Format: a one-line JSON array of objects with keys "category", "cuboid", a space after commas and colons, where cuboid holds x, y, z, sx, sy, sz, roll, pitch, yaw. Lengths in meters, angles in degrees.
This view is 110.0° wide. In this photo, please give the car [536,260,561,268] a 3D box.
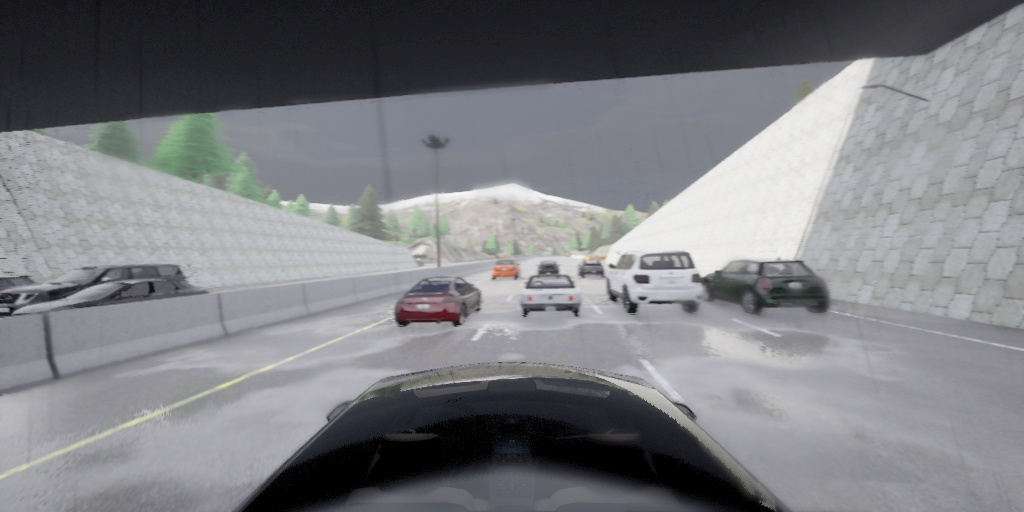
[{"category": "car", "cuboid": [3.119, 1.113, 30.655, 1.837, 1.490, 4.892, -2, 0, 6]}]

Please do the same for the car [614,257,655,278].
[{"category": "car", "cuboid": [10.076, 0.917, 29.900, 2.128, 1.511, 4.902, -2, 0, 6]}]

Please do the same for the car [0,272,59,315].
[{"category": "car", "cuboid": [-23.225, 1.690, 15.186, 2.097, 1.767, 4.553, -2, 0, 6]}]

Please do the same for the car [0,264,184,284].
[{"category": "car", "cuboid": [-16.271, 1.376, 14.434, 2.150, 2.045, 5.566, -2, 0, 6]}]

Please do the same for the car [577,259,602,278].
[{"category": "car", "cuboid": [6.594, 1.008, 30.248, 2.128, 1.511, 4.902, -2, 0, 6]}]

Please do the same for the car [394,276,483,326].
[{"category": "car", "cuboid": [-2.250, 1.353, 11.886, 1.994, 1.385, 4.181, -2, 0, 6]}]

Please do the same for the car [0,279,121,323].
[{"category": "car", "cuboid": [-19.722, 1.809, 15.001, 1.994, 1.385, 4.181, -2, 0, 6]}]

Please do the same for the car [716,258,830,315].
[{"category": "car", "cuboid": [8.342, 0.859, 12.395, 2.097, 1.767, 4.553, -2, 0, 6]}]

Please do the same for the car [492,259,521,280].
[{"category": "car", "cuboid": [-0.399, 1.053, 30.670, 2.097, 1.767, 4.553, -2, 0, 6]}]

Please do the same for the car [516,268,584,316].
[{"category": "car", "cuboid": [1.375, 1.291, 12.983, 1.895, 1.301, 4.718, -2, 0, 6]}]

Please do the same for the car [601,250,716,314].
[{"category": "car", "cuboid": [4.886, 0.819, 13.045, 2.150, 2.045, 5.566, -2, 0, 6]}]

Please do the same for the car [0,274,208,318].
[{"category": "car", "cuboid": [-12.984, 1.578, 12.051, 1.837, 1.490, 4.892, -2, 0, 6]}]
